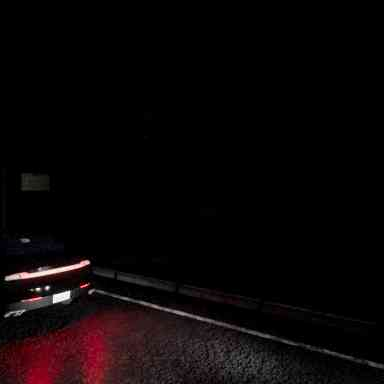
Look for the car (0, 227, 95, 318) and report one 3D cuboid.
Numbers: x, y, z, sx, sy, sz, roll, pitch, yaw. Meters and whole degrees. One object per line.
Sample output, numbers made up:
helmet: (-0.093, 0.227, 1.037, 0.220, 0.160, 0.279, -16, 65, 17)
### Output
car: (-4.056, 1.492, 6.864, 4.902, 1.511, 2.128, 0, 0, 37)
